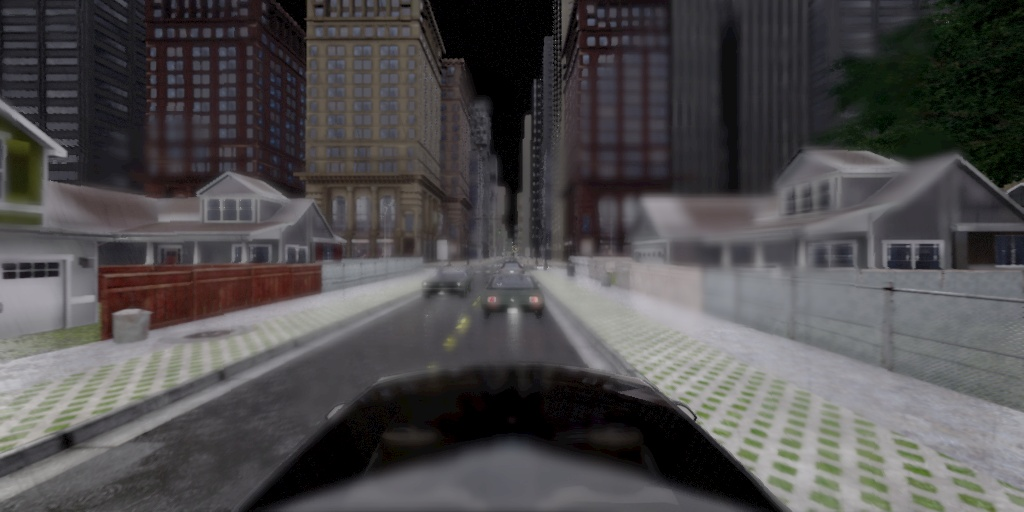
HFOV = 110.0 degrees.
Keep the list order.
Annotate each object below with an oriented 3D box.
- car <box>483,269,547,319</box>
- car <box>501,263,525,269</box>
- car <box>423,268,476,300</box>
[{"bbox_3d":[0.080,1.305,12.518,1.895,1.301,4.718,0,0,0],"label":"car"},{"bbox_3d":[0.058,1.211,28.466,1.994,1.385,4.181,0,0,0],"label":"car"},{"bbox_3d":[-2.870,1.287,17.229,1.895,1.301,4.718,0,0,0],"label":"car"}]
